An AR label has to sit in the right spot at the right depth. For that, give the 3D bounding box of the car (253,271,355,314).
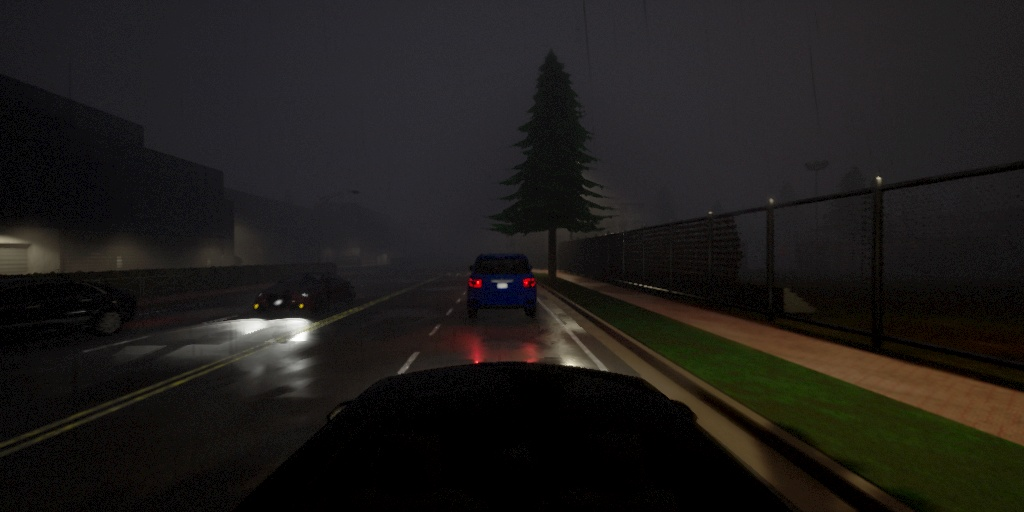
[{"bbox_3d":[-7.582,1.287,13.503,1.994,1.385,4.181,0,0,-3],"label":"car"}]

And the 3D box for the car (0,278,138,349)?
[{"bbox_3d":[-10.814,1.265,7.461,1.837,1.490,4.892,0,0,-3],"label":"car"}]

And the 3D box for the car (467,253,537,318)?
[{"bbox_3d":[-0.380,0.925,12.959,2.150,2.045,5.566,0,1,-2],"label":"car"}]
